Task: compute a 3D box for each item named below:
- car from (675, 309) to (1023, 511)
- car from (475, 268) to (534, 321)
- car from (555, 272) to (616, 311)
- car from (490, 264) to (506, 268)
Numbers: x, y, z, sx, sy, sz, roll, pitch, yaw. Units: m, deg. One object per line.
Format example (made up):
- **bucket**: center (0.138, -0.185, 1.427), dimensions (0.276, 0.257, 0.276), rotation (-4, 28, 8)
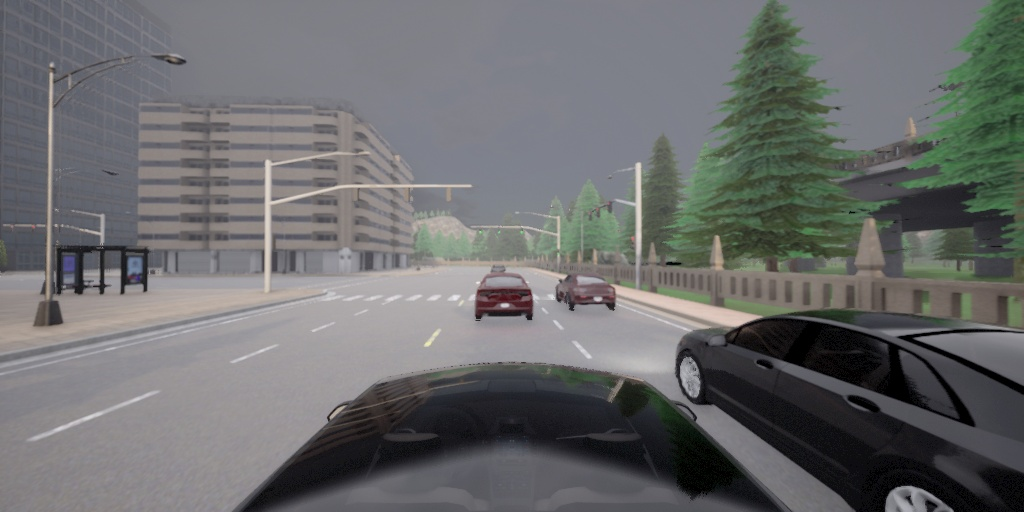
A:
- **car**: center (3.331, 1.272, 3.444), dimensions (1.837, 1.490, 4.892), rotation (0, 0, 1)
- **car**: center (-0.326, 1.356, 13.211), dimensions (1.882, 1.535, 5.008), rotation (0, -1, -3)
- **car**: center (3.048, 1.424, 15.370), dimensions (1.812, 1.442, 4.674), rotation (0, -1, -2)
- **car**: center (-1.712, 1.730, 45.221), dimensions (2.128, 1.511, 4.902), rotation (0, -1, -2)
